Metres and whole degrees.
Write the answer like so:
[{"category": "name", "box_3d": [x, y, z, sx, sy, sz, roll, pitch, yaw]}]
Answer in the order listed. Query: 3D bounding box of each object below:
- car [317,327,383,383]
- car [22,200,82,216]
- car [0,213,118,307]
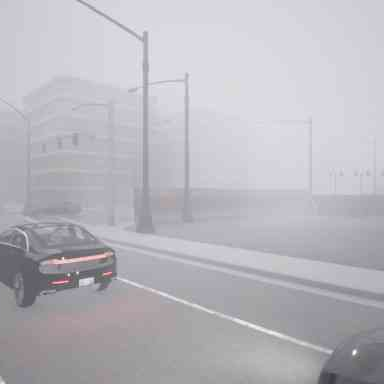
[{"category": "car", "box_3d": [3.157, 1.505, 1.611, 4.892, 1.490, 1.837, 0, 0, 38]}, {"category": "car", "box_3d": [-12.303, 1.485, 29.451, 4.902, 1.511, 2.128, 0, 0, -40]}, {"category": "car", "box_3d": [-3.666, 1.492, 8.089, 2.128, 1.511, 4.902, 0, 0, -43]}]
